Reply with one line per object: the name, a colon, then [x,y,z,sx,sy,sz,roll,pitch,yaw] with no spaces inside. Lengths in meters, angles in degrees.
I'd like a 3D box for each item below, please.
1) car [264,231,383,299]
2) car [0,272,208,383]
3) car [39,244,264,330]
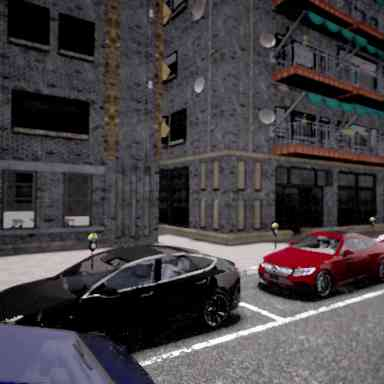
car: [3.621,1.709,8.736,4.206,1.307,1.802,1,0,-34]
car: [-2.130,1.576,1.700,4.181,1.385,1.994,1,-1,-34]
car: [-1.098,1.631,5.605,4.313,1.339,1.947,1,0,-34]
